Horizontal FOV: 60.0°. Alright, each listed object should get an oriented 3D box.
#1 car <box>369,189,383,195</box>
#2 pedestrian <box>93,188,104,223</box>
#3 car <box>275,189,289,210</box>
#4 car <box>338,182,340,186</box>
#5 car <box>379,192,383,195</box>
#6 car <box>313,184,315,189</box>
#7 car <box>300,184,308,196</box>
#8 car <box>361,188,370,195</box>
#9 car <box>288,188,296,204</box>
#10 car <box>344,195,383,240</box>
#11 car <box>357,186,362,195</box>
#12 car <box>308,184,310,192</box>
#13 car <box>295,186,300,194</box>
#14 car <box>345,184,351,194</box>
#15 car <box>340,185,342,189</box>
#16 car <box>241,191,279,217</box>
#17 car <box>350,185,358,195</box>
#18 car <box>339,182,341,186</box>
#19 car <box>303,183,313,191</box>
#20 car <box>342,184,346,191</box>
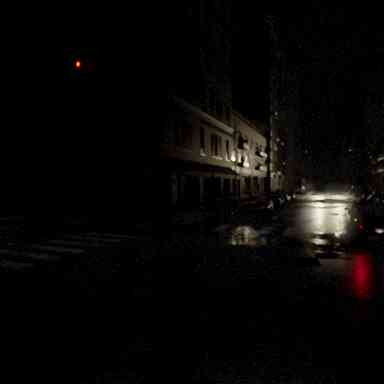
[{"bbox_3d":[14.448,0.717,24.222,1.887,1.381,4.507,1,2,22],"label":"car"},{"bbox_3d":[-4.881,0.644,17.203,0.375,1.860,0.375,0,1,22],"label":"pedestrian"},{"bbox_3d":[6.552,0.686,27.437,1.947,1.339,4.313,1,2,22],"label":"car"},{"bbox_3d":[39.512,-1.422,85.638,1.967,1.590,4.097,1,2,22],"label":"car"},{"bbox_3d":[12.359,0.907,19.104,1.947,1.339,4.313,1,2,22],"label":"car"},{"bbox_3d":[25.346,-1.090,73.482,2.192,1.841,5.009,1,2,22],"label":"car"},{"bbox_3d":[16.929,-0.194,52.864,1.752,1.417,4.829,1,2,22],"label":"car"},{"bbox_3d":[16.536,0.554,29.340,2.008,1.369,4.403,1,2,22],"label":"car"},{"bbox_3d":[8.640,0.503,32.554,2.008,1.369,4.403,1,2,22],"label":"car"},{"bbox_3d":[7.300,1.068,13.497,1.812,1.442,4.674,0,2,22],"label":"car"},{"bbox_3d":[18.625,0.379,34.458,1.887,1.381,4.507,1,2,22],"label":"car"},{"bbox_3d":[19.081,-0.329,58.139,1.947,1.339,4.313,1,2,22],"label":"car"},{"bbox_3d":[10.728,0.328,37.670,1.887,1.381,4.507,1,2,22],"label":"car"},{"bbox_3d":[26.980,-0.293,54.932,2.008,1.369,4.403,1,2,22],"label":"car"},{"bbox_3d":[35.335,-0.958,75.406,1.947,1.339,4.313,1,2,22],"label":"car"},{"bbox_3d":[4.463,0.871,22.321,1.802,1.307,4.206,1,2,22],"label":"car"},{"bbox_3d":[22.802,0.062,44.696,1.947,1.339,4.313,1,2,22],"label":"car"},{"bbox_3d":[37.424,-1.253,80.520,1.967,1.590,4.097,1,2,22],"label":"car"},{"bbox_3d":[23.257,-0.669,68.373,1.947,1.339,4.313,1,2,22],"label":"car"},{"bbox_3d":[31.157,-0.618,65.169,1.947,1.339,4.313,1,2,22],"label":"car"}]
